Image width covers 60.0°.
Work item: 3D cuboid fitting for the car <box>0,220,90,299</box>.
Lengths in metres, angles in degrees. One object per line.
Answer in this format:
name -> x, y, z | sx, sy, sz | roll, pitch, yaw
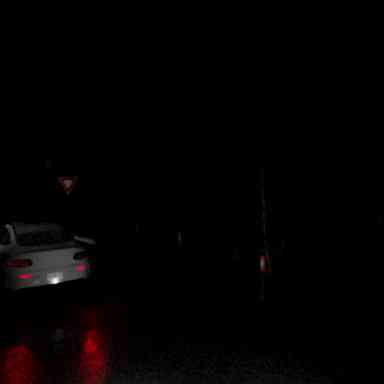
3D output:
car -> -3.980, 1.432, 8.378 | 1.812, 1.442, 4.674 | -2, 2, -35
